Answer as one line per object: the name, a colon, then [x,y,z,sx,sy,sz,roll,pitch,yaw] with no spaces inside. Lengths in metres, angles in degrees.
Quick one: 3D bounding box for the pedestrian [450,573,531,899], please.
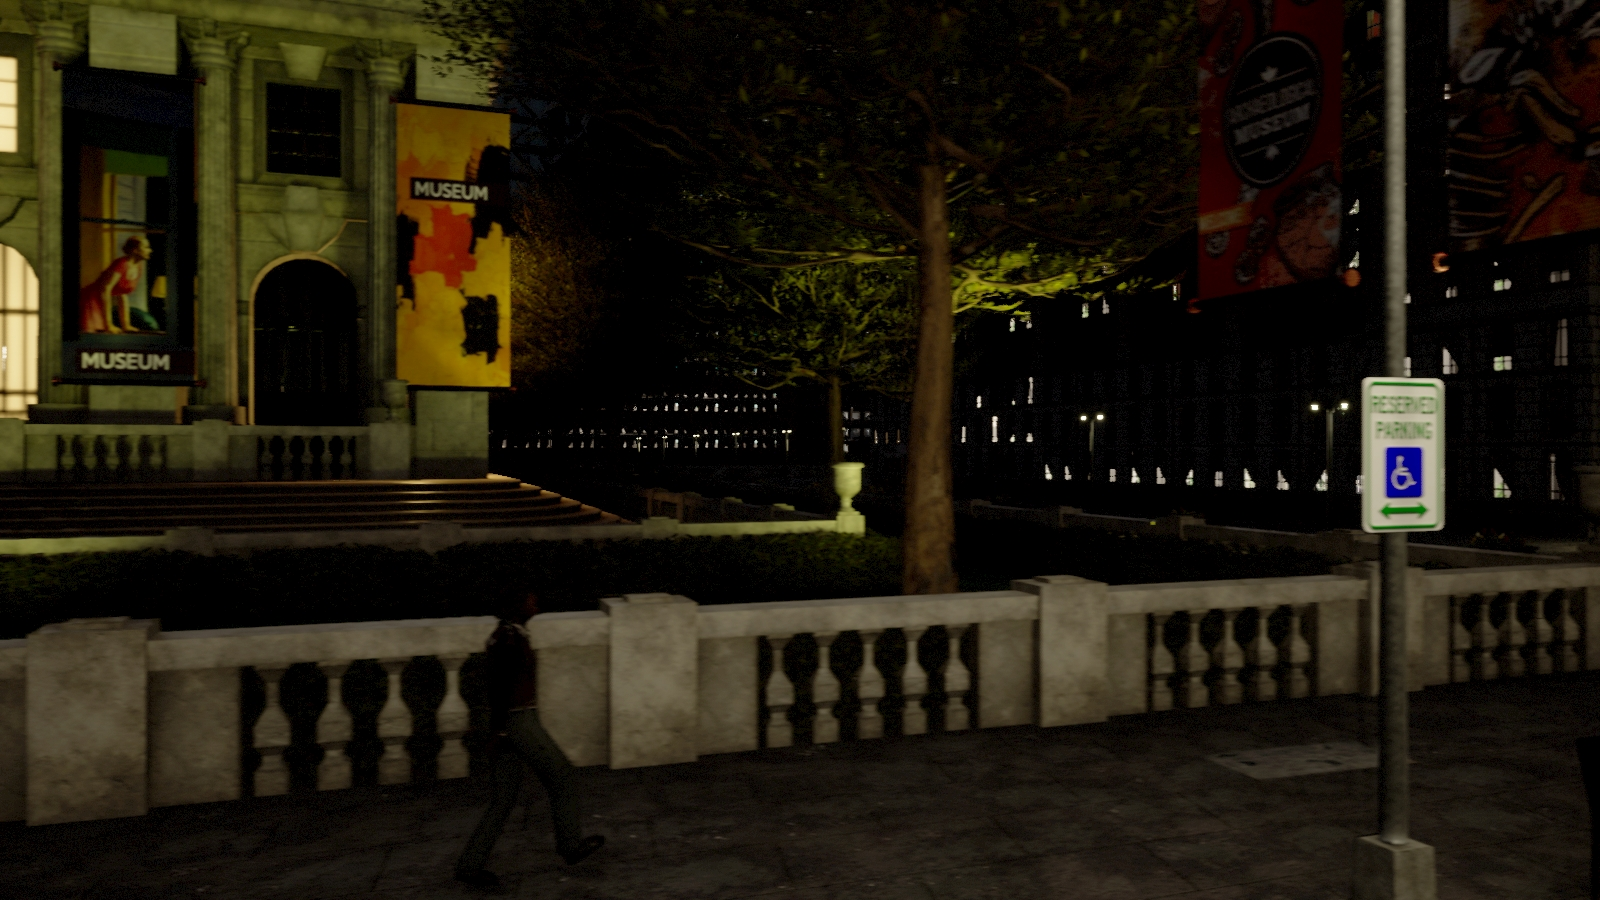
pedestrian: [-1.863,1.696,6.873,0.375,1.860,0.375,0,0,-32]
